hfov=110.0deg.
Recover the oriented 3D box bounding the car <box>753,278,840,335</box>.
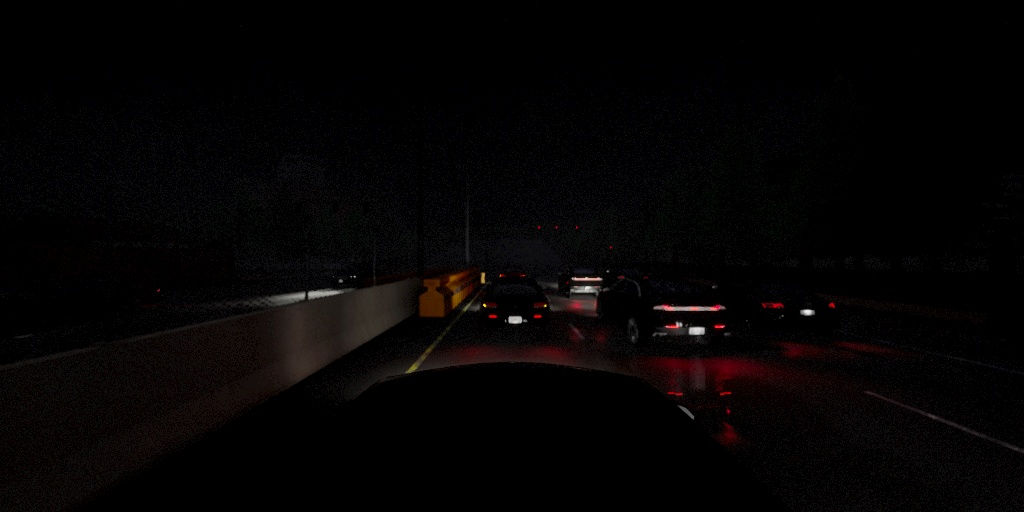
[{"bbox_3d":[7.076,1.335,10.587,1.994,1.385,4.181,0,0,0],"label":"car"}]

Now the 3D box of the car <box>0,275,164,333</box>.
[{"bbox_3d":[-14.122,1.323,11.157,2.033,1.411,5.357,0,0,0],"label":"car"}]

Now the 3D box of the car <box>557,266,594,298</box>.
[{"bbox_3d":[3.541,1.287,18.928,2.128,1.511,4.902,0,0,2],"label":"car"}]

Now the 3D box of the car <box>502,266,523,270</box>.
[{"bbox_3d":[0.039,1.333,23.055,1.812,1.442,4.674,0,0,0],"label":"car"}]

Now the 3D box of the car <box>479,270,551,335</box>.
[{"bbox_3d":[0.072,1.299,10.505,1.812,1.442,4.674,0,0,0],"label":"car"}]

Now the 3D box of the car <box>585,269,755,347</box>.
[{"bbox_3d":[3.583,1.260,9.409,2.128,1.511,4.902,0,0,0],"label":"car"}]

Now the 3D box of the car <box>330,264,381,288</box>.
[{"bbox_3d":[-10.586,1.304,24.620,2.128,1.511,4.902,0,0,0],"label":"car"}]

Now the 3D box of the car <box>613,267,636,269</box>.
[{"bbox_3d":[7.041,1.369,22.659,1.994,1.385,4.181,0,0,0],"label":"car"}]
